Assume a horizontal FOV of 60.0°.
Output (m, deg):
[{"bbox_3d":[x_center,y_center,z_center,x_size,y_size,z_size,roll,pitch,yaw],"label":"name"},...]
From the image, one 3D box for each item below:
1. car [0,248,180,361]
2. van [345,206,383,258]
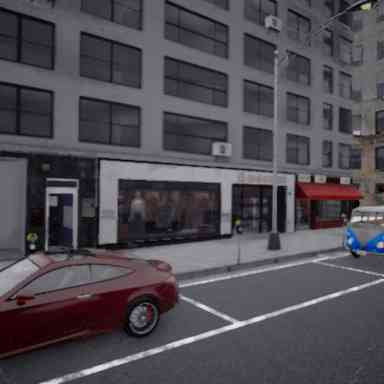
[{"bbox_3d":[-2.145,1.587,5.108,4.206,1.307,1.802,0,1,-35],"label":"car"},{"bbox_3d":[7.009,1.383,11.597,3.998,1.788,1.690,0,1,-35],"label":"van"}]
